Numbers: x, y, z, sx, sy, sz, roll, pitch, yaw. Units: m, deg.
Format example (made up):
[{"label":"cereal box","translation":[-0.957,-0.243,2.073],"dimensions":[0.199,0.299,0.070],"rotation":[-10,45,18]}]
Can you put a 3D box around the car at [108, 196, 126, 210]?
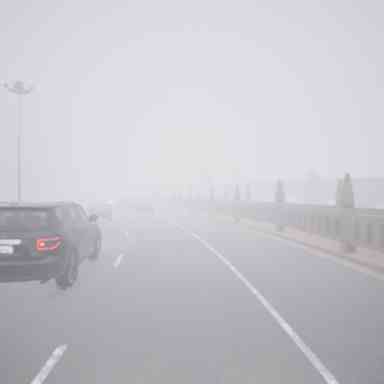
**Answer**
[{"label":"car","translation":[-9.668,1.649,45.585],"dimensions":[1.837,1.490,4.892],"rotation":[0,0,-26]}]

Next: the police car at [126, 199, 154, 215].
[{"label":"police car","translation":[-5.416,1.524,35.557],"dimensions":[1.930,1.638,5.238],"rotation":[0,0,-20]}]

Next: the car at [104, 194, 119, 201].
[{"label":"car","translation":[-12.751,1.401,51.460],"dimensions":[2.150,2.045,5.566],"rotation":[0,0,-29]}]

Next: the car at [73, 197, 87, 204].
[{"label":"car","translation":[-22.287,1.663,65.957],"dimensions":[1.812,1.442,4.674],"rotation":[0,0,-30]}]

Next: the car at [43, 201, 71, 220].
[{"label":"car","translation":[-12.339,1.633,30.743],"dimensions":[2.128,1.511,4.902],"rotation":[0,0,-19]}]

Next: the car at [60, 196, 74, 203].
[{"label":"car","translation":[-29.232,1.754,77.616],"dimensions":[2.033,1.411,5.357],"rotation":[0,0,-30]}]

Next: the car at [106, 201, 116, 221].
[{"label":"car","translation":[-7.639,1.702,27.595],"dimensions":[1.895,1.301,4.718],"rotation":[0,0,-16]}]

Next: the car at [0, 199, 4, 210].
[{"label":"car","translation":[-29.771,1.881,50.677],"dimensions":[2.033,1.411,5.357],"rotation":[0,0,-30]}]

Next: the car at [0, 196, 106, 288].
[{"label":"car","translation":[-4.052,1.261,9.371],"dimensions":[2.150,2.045,5.566],"rotation":[0,0,-6]}]
